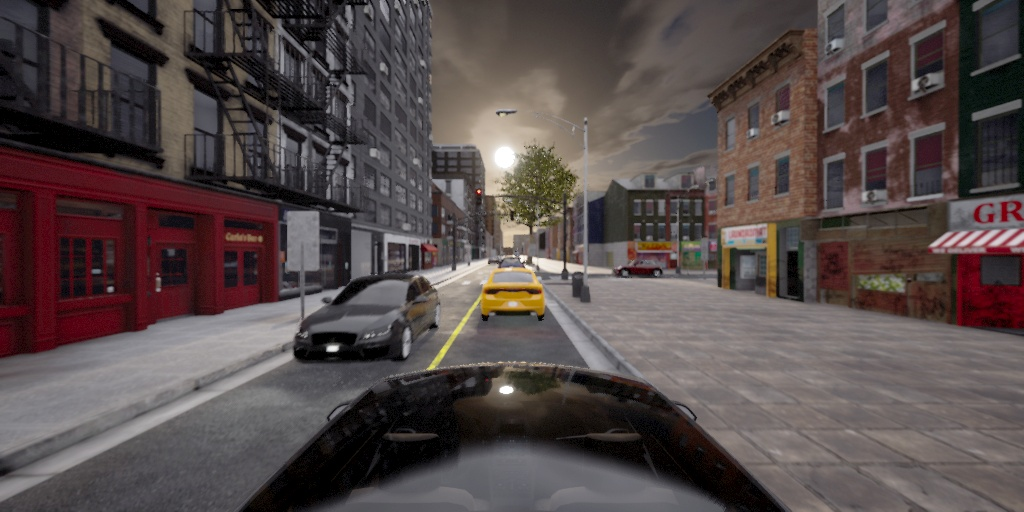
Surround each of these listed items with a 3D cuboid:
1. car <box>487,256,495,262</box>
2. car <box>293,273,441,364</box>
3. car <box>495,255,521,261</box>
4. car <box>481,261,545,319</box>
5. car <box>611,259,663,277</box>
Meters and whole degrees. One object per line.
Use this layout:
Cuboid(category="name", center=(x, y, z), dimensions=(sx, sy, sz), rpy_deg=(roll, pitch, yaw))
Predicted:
Cuboid(category="car", center=(-3.062, 0.782, 60.345), dimensions=(2.033, 1.411, 5.357), rpy_deg=(0, 0, 0))
Cuboid(category="car", center=(-2.863, 1.195, 8.141), dimensions=(1.837, 1.490, 4.892), rpy_deg=(0, 1, 0))
Cuboid(category="car", center=(-0.042, 0.857, 28.837), dimensions=(2.097, 1.767, 4.553), rpy_deg=(0, 0, 0))
Cuboid(category="car", center=(0.027, 1.131, 12.296), dimensions=(1.882, 1.535, 5.008), rpy_deg=(0, 1, 0))
Cuboid(category="car", center=(10.790, 0.997, 31.205), dimensions=(4.097, 1.591, 1.967), rpy_deg=(0, 0, 0))
